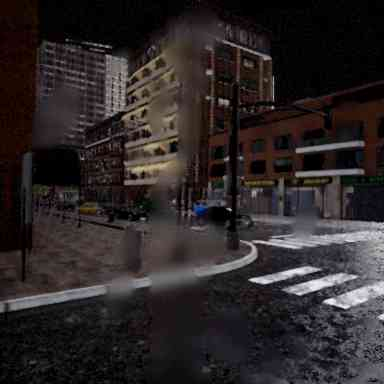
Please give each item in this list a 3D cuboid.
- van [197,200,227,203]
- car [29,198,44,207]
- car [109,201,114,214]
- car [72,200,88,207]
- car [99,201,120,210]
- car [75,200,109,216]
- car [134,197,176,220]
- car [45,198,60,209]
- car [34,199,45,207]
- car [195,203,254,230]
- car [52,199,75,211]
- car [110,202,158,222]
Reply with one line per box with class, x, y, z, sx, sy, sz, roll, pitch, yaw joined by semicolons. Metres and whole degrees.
van;1.869;1.696;32.941;1.690;1.788;3.998;1;-1;-35
car;-30.230;2.067;64.573;1.967;1.590;4.097;1;-1;-35
car;-9.891;1.908;39.783;2.033;1.411;5.357;1;-1;-35
car;-23.340;2.360;69.338;1.947;1.339;4.313;1;-1;-35
car;-13.887;2.192;55.688;1.947;1.339;4.313;1;-1;-35
car;-11.227;1.820;37.132;1.752;1.417;4.829;1;-1;-35
car;-3.668;1.477;30.791;2.150;2.045;5.566;1;-2;-34
car;-20.777;2.042;50.920;1.802;1.307;4.206;1;-1;-35
car;-27.080;2.137;60.021;1.947;1.339;4.313;1;-1;-35
car;2.081;1.682;22.477;1.812;1.442;4.674;1;-1;-35
car;-17.626;1.971;46.371;1.947;1.339;4.313;1;-1;-35
car;-5.022;1.755;28.171;1.947;1.339;4.313;1;-1;-35
